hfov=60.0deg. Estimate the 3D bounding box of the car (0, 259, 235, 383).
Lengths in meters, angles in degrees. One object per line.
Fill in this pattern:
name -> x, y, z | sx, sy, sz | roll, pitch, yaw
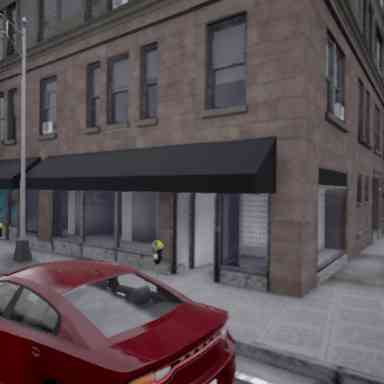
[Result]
car -> -1.664, 1.542, 4.138 | 4.507, 1.381, 1.887 | 0, 1, 36
